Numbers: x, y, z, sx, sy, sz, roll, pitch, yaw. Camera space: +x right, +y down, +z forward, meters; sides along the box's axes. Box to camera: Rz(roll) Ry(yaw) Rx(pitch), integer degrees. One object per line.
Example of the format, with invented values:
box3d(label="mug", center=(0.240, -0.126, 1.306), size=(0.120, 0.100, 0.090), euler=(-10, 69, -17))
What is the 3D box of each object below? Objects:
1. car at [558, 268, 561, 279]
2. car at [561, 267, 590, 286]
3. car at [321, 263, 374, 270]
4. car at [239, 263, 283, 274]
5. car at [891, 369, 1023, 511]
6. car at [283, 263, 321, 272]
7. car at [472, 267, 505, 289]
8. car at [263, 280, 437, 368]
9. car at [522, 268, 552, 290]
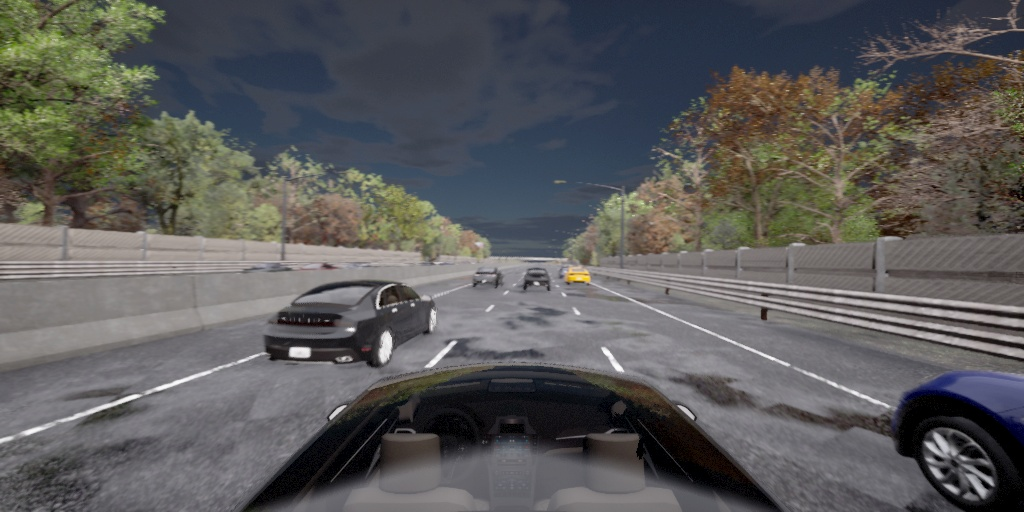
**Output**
box3d(label="car", center=(6.535, 2.000, 43.109), size=(2.033, 1.411, 5.357), euler=(1, -1, 5))
box3d(label="car", center=(5.765, 1.762, 32.162), size=(1.882, 1.535, 5.008), euler=(1, -1, 4))
box3d(label="car", center=(-12.274, 1.318, 28.043), size=(2.128, 1.511, 4.902), euler=(1, -1, 4))
box3d(label="car", center=(-19.267, 1.239, 28.380), size=(1.994, 1.385, 4.181), euler=(1, -1, 4))
box3d(label="car", center=(4.603, 1.201, 1.506), size=(2.097, 1.767, 4.553), euler=(1, -1, 4))
box3d(label="car", center=(-15.727, 1.287, 28.938), size=(1.812, 1.442, 4.674), euler=(1, -1, 5))
box3d(label="car", center=(-1.671, 1.533, 26.397), size=(2.128, 1.511, 4.902), euler=(1, -1, 4))
box3d(label="car", center=(-3.063, 1.269, 7.909), size=(1.837, 1.490, 4.892), euler=(1, -1, 4))
box3d(label="car", center=(1.827, 1.622, 26.246), size=(1.837, 1.490, 4.892), euler=(1, -1, 4))
